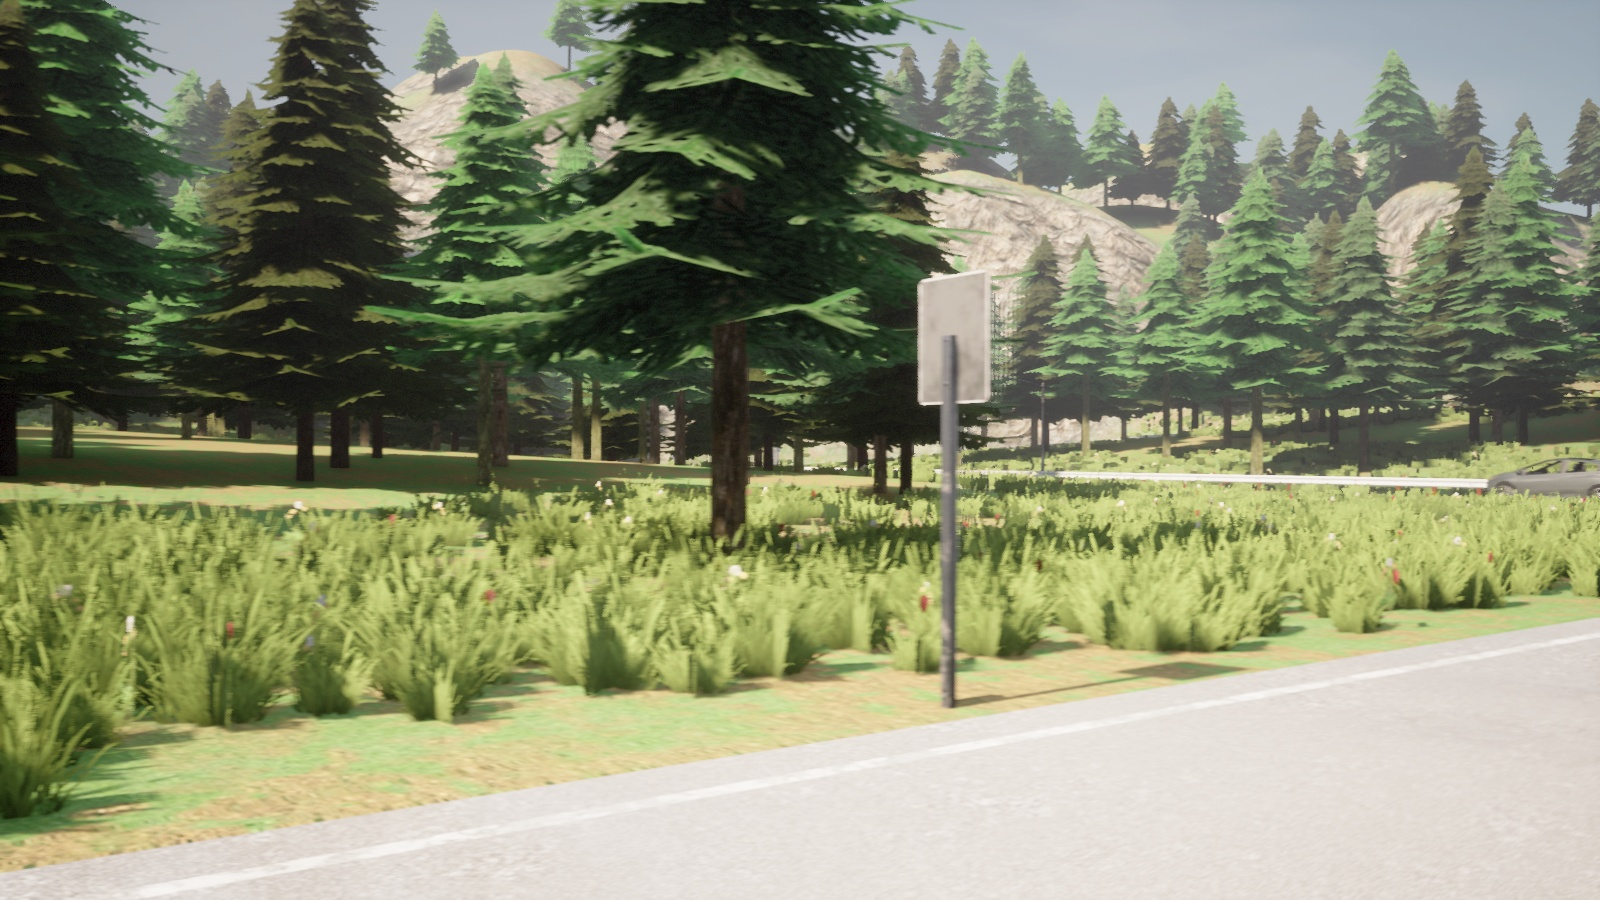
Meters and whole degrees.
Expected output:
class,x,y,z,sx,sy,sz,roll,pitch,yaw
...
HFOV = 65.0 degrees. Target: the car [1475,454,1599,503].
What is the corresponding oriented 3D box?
class,x,y,z,sx,sy,sz,roll,pitch,yaw
car,24.515,0.879,40.389,2.007,1.525,4.514,0,0,-35
